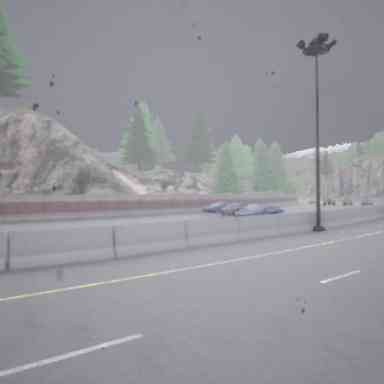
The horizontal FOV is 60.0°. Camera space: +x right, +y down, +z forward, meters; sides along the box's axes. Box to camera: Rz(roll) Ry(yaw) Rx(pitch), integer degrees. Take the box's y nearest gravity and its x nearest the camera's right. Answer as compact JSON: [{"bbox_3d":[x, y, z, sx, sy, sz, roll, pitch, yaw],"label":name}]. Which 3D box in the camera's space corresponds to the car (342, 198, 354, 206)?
[{"bbox_3d":[30.711,2.016,65.404,1.837,1.490,4.892,-1,-1,28],"label":"car"}]

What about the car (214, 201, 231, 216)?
[{"bbox_3d":[4.983,1.877,36.085,1.837,1.490,4.892,-1,-1,44],"label":"car"}]

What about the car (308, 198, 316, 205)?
[{"bbox_3d":[26.988,2.081,73.624,1.812,1.442,4.674,-1,-1,26],"label":"car"}]

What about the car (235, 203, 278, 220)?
[{"bbox_3d":[6.395,1.847,32.557,1.812,1.442,4.674,-1,-1,45],"label":"car"}]

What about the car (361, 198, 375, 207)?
[{"bbox_3d":[31.285,1.938,59.203,1.837,1.490,4.892,-1,-1,30],"label":"car"}]

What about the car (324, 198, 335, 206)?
[{"bbox_3d":[28.602,2.045,68.968,1.837,1.490,4.892,-1,-1,28],"label":"car"}]

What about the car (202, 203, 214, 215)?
[{"bbox_3d":[3.323,1.896,39.407,1.882,1.535,5.008,-1,-1,43],"label":"car"}]

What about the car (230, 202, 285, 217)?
[{"bbox_3d":[5.633,1.741,26.918,5.008,1.535,1.882,0,-1,-43],"label":"car"}]
